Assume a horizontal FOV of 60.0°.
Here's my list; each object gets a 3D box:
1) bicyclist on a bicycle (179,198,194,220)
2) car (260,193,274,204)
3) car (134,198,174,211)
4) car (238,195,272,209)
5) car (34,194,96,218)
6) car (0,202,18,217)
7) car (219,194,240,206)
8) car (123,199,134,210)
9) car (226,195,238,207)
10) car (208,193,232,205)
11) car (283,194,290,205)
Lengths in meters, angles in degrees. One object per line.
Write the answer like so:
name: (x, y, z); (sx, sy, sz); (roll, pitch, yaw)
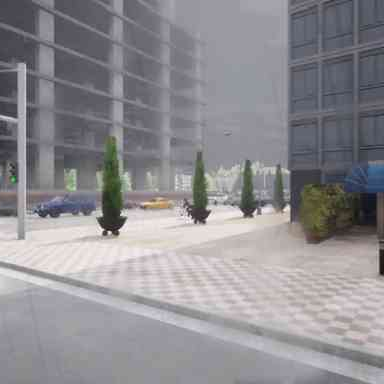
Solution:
bicyclist on a bicycle: (-0.367, 1.301, 25.316); (1.656, 1.620, 0.582); (0, 0, 36)
car: (12.842, 1.352, 57.926); (2.097, 1.767, 4.553); (0, 0, 36)
car: (-4.211, 1.478, 40.454); (1.882, 1.535, 5.008); (0, 1, 36)
car: (8.777, 1.491, 46.147); (2.128, 1.511, 4.902); (0, 0, 36)
car: (-11.455, 1.221, 30.432); (2.150, 2.045, 5.566); (0, 0, 36)
car: (-16.970, 1.564, 28.775); (1.994, 1.385, 4.181); (0, 0, 36)
car: (7.004, 1.531, 55.823); (1.812, 1.442, 4.674); (0, 0, 36)
car: (-8.764, 1.526, 40.131); (1.812, 1.442, 4.674); (0, 0, 36)
car: (7.626, 1.601, 50.609); (1.895, 1.301, 4.718); (0, 0, 36)
car: (4.175, 1.207, 57.882); (2.150, 2.045, 5.566); (0, 0, 36)
car: (17.127, 1.491, 57.722); (2.128, 1.511, 4.902); (0, 0, 36)
